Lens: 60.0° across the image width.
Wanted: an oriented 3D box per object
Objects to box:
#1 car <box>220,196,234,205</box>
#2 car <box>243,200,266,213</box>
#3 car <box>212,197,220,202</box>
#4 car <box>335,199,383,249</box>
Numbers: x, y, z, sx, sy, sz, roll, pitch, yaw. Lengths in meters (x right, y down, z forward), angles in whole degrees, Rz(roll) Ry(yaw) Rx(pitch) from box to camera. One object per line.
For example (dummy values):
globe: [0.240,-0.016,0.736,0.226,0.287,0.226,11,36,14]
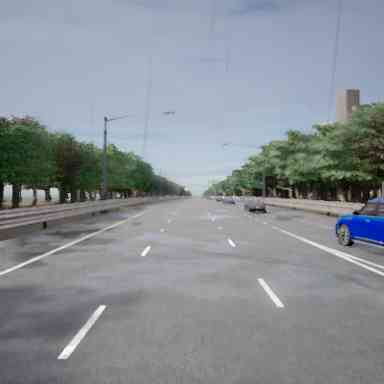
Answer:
car: [7.082,1.688,64.271,2.033,1.411,5.357,0,0,0]
car: [7.006,1.585,37.475,1.994,1.385,4.181,0,0,0]
car: [7.219,1.962,88.406,1.994,1.385,4.181,0,-1,0]
car: [7.351,1.233,11.903,2.150,2.045,5.566,0,0,-4]
